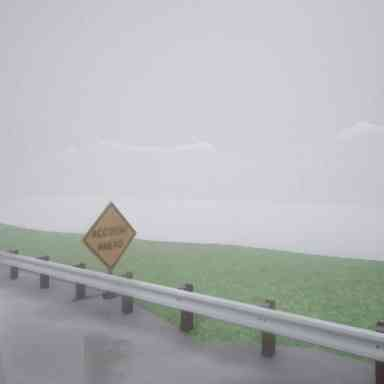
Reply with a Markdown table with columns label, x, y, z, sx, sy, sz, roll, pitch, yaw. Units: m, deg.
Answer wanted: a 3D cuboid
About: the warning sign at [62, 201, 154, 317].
| label | x | y | z | sx | sy | sz | roll | pitch | yaw |
| --- | --- | --- | --- | --- | --- | --- | --- | --- | --- |
| warning sign | -1.548 | 1.114 | 6.263 | 1.060 | 1.860 | 1.300 | 0 | 0 | 36 |
